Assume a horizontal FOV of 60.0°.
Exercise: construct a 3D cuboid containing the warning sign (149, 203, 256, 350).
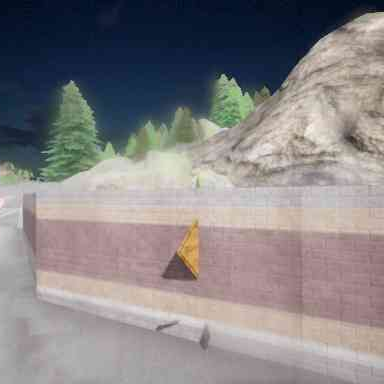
[{"bbox_3d":[0.191,1.124,5.172,1.060,1.860,1.300,-1,0,40],"label":"warning sign"}]
